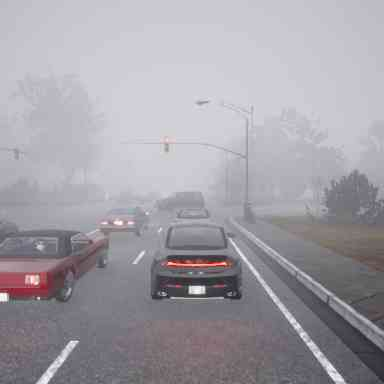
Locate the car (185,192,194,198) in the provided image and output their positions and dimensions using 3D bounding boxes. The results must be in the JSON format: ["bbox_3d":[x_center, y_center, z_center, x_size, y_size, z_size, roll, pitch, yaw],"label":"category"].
[{"bbox_3d":[-0.671,0.783,85.235,1.994,1.385,4.181,0,1,-4],"label":"car"}]

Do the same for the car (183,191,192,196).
[{"bbox_3d":[-1.424,0.465,95.112,2.033,1.411,5.357,0,1,-7],"label":"car"}]

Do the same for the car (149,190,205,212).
[{"bbox_3d":[-1.256,0.980,34.568,5.566,2.045,2.150,0,0,-34],"label":"car"}]

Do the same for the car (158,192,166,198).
[{"bbox_3d":[-7.602,0.780,83.911,1.812,1.442,4.674,0,1,-3],"label":"car"}]

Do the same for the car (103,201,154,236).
[{"bbox_3d":[-3.446,1.442,17.724,2.033,1.411,5.357,0,0,-1],"label":"car"}]

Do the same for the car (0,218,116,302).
[{"bbox_3d":[-3.413,1.570,8.135,1.895,1.301,4.718,0,0,0],"label":"car"}]

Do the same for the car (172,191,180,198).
[{"bbox_3d":[-4.143,0.602,84.681,2.097,1.767,4.553,0,1,-4],"label":"car"}]

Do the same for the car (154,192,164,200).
[{"bbox_3d":[-7.237,0.876,73.642,1.882,1.535,5.008,0,1,-1],"label":"car"}]

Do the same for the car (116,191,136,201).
[{"bbox_3d":[-10.691,0.821,53.796,2.150,2.045,5.566,0,0,0],"label":"car"}]

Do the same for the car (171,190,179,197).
[{"bbox_3d":[-4.912,0.451,94.749,2.097,1.767,4.553,0,1,-7],"label":"car"}]

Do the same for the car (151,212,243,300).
[{"bbox_3d":[0.088,1.473,8.315,1.837,1.490,4.892,0,0,0],"label":"car"}]

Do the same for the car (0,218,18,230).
[{"bbox_3d":[-7.116,1.448,9.966,2.128,1.511,4.902,0,0,0],"label":"car"}]

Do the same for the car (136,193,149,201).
[{"bbox_3d":[-7.192,1.151,53.277,2.033,1.411,5.357,0,0,0],"label":"car"}]

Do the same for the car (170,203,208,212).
[{"bbox_3d":[0.080,1.497,17.628,1.895,1.301,4.718,0,0,0],"label":"car"}]

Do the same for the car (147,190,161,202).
[{"bbox_3d":[-7.166,0.733,63.452,2.150,2.045,5.566,0,1,-1],"label":"car"}]

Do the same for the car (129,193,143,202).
[{"bbox_3d":[-10.676,0.987,63.683,1.882,1.535,5.008,0,1,0],"label":"car"}]

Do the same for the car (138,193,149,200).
[{"bbox_3d":[-10.742,0.991,73.769,1.895,1.301,4.718,0,1,-1],"label":"car"}]
